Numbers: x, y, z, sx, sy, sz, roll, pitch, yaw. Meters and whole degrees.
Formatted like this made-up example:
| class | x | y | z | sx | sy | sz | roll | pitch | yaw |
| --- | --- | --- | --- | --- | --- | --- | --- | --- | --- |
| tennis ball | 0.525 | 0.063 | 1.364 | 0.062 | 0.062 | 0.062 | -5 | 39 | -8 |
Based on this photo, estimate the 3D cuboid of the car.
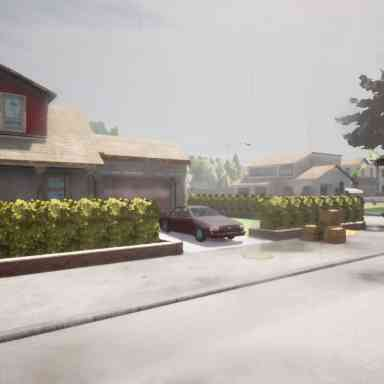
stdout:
| class | x | y | z | sx | sy | sz | roll | pitch | yaw |
| --- | --- | --- | --- | --- | --- | --- | --- | --- | --- |
| car | 0.116 | 1.356 | 15.491 | 2.033 | 1.415 | 5.357 | 0 | 0 | -33 |
